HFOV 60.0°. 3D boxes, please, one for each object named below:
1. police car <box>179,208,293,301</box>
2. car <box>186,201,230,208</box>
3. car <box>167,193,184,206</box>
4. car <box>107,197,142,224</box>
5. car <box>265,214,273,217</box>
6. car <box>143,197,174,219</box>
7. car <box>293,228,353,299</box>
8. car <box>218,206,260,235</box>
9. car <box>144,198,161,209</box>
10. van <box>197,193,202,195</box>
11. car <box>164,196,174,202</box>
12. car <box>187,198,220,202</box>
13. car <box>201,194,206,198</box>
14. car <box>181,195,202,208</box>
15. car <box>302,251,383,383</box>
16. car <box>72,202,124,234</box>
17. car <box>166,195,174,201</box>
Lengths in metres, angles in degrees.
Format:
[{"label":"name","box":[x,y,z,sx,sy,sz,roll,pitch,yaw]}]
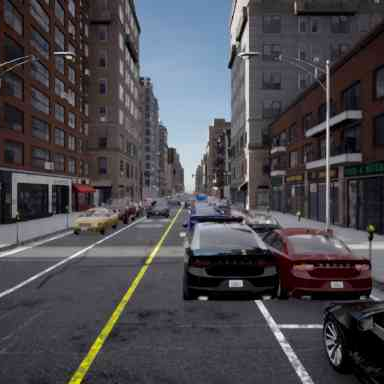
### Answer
[{"label":"police car","box":[0.712,1.426,8.514,1.930,1.638,5.238,0,0,-2]},{"label":"car","box":[0.790,1.480,18.423,1.882,1.535,5.008,0,0,0]},{"label":"car","box":[-2.850,1.359,53.852,2.097,1.767,4.553,0,0,0]},{"label":"car","box":[-5.434,1.318,24.781,2.192,1.841,5.009,0,0,0]},{"label":"car","box":[2.611,1.552,13.765,2.008,1.369,4.403,0,0,0]},{"label":"car","box":[-2.905,1.509,29.657,1.837,1.490,4.892,0,0,0]},{"label":"car","box":[2.621,1.545,8.246,1.887,1.381,4.507,0,0,0]},{"label":"car","box":[2.601,1.584,19.284,1.802,1.307,4.206,0,0,0]},{"label":"car","box":[-5.475,1.532,46.685,1.752,1.417,4.829,0,0,0]},{"label":"van","box":[2.490,1.352,79.478,1.690,1.788,3.998,0,0,0]},{"label":"car","box":[-5.535,1.562,79.455,2.008,1.369,4.403,0,0,0]},{"label":"car","box":[0.779,1.481,24.423,1.882,1.535,5.008,0,0,0]},{"label":"car","box":[2.550,1.447,46.878,1.967,1.590,4.097,0,0,0]},{"label":"car","box":[-0.063,1.498,46.417,2.128,1.511,4.902,0,0,0]},{"label":"car","box":[2.632,1.566,2.727,1.947,1.339,4.313,0,0,0]},{"label":"car","box":[-5.419,1.527,19.095,1.752,1.417,4.829,0,0,0]},{"label":"car","box":[-5.545,1.556,85.136,1.887,1.381,4.507,0,0,0]}]
